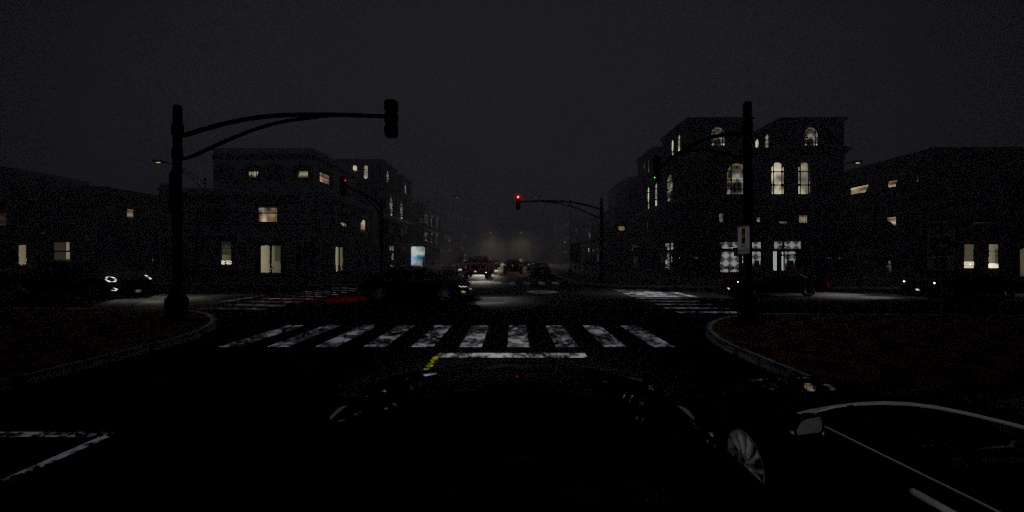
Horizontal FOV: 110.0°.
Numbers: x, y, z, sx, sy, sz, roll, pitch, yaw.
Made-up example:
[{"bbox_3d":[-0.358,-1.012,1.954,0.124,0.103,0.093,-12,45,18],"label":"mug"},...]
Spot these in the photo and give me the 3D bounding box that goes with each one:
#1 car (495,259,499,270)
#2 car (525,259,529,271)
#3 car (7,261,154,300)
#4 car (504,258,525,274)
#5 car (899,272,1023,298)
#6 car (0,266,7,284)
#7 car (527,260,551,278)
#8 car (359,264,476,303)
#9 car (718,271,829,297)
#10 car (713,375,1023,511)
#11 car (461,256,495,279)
[{"bbox_3d":[-3.099,1.245,43.447,2.128,1.511,4.902,0,0,1],"label":"car"},{"bbox_3d":[2.687,1.336,45.012,1.802,1.307,4.207,0,0,0],"label":"car"},{"bbox_3d":[-19.389,1.016,16.483,4.553,1.767,2.097,0,0,1],"label":"car"},{"bbox_3d":[0.092,1.106,42.313,2.097,1.767,4.553,0,0,0],"label":"car"},{"bbox_3d":[23.749,1.481,19.022,4.718,1.301,1.895,0,0,1],"label":"car"},{"bbox_3d":[-30.822,1.227,22.445,4.207,1.307,1.802,0,0,1],"label":"car"},{"bbox_3d":[2.688,1.318,33.970,1.948,1.339,4.313,0,0,0],"label":"car"},{"bbox_3d":[-4.318,1.260,16.244,4.892,1.490,1.837,0,0,1],"label":"car"},{"bbox_3d":[13.800,1.432,19.168,4.718,1.301,1.895,0,0,1],"label":"car"},{"bbox_3d":[2.691,1.300,1.580,2.007,1.370,4.403,0,0,0],"label":"car"},{"bbox_3d":[-3.115,0.975,33.519,2.150,2.045,5.566,0,0,1],"label":"car"}]
